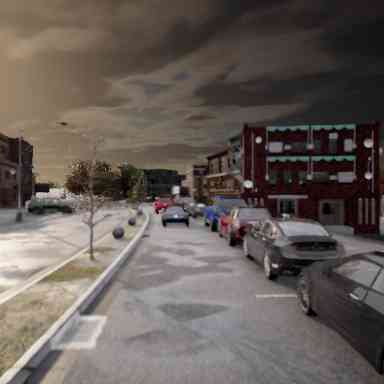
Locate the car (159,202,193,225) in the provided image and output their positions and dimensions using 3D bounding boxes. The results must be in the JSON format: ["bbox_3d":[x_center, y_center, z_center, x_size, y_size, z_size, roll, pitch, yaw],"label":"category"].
[{"bbox_3d":[-1.327,1.695,25.280,1.994,1.385,4.181,0,-1,-6],"label":"car"}]

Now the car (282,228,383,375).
[{"bbox_3d":[2.959,1.519,4.578,2.002,1.452,4.674,0,0,-1],"label":"car"}]

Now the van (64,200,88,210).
[{"bbox_3d":[-22.511,2.536,64.698,4.442,1.987,1.878,0,-2,-15],"label":"van"}]

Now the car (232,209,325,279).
[{"bbox_3d":[2.783,1.486,9.997,2.231,1.521,4.892,0,0,-2],"label":"car"}]

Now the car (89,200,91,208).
[{"bbox_3d":[-20.341,2.543,56.795,4.792,1.488,2.163,0,-2,-13],"label":"car"}]

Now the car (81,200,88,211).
[{"bbox_3d":[-19.148,2.340,51.469,4.892,1.521,2.231,0,-2,-12],"label":"car"}]

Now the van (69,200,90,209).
[{"bbox_3d":[-25.322,2.832,75.124,4.442,1.987,1.878,0,-1,-17],"label":"van"}]

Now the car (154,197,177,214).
[{"bbox_3d":[-3.680,1.713,42.870,2.150,2.045,5.566,0,-2,-9],"label":"car"}]

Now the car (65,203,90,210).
[{"bbox_3d":[-23.117,2.880,67.337,4.674,1.452,2.002,0,-2,-15],"label":"car"}]

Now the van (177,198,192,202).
[{"bbox_3d":[-1.706,1.901,48.749,1.878,1.987,4.442,0,-2,-10],"label":"van"}]

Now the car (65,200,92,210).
[{"bbox_3d":[-24.656,2.736,72.459,5.566,2.045,2.435,0,-2,-17],"label":"car"}]

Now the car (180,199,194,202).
[{"bbox_3d":[0.122,1.869,37.688,2.002,1.452,4.674,0,-1,-8],"label":"car"}]

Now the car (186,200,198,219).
[{"bbox_3d":[0.875,1.755,32.198,2.002,1.452,4.674,0,-1,-7],"label":"car"}]

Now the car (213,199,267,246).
[{"bbox_3d":[2.473,1.383,15.625,2.185,1.767,4.553,0,0,-3],"label":"car"}]

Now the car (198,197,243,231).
[{"bbox_3d":[2.063,1.304,21.221,2.435,2.045,5.566,0,0,-4],"label":"car"}]

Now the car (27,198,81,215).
[{"bbox_3d":[-17.015,1.737,40.636,5.566,2.045,2.435,0,-1,-9],"label":"car"}]

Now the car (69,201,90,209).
[{"bbox_3d":[-26.266,3.003,77.715,4.553,1.767,2.185,0,-1,-17],"label":"car"}]
